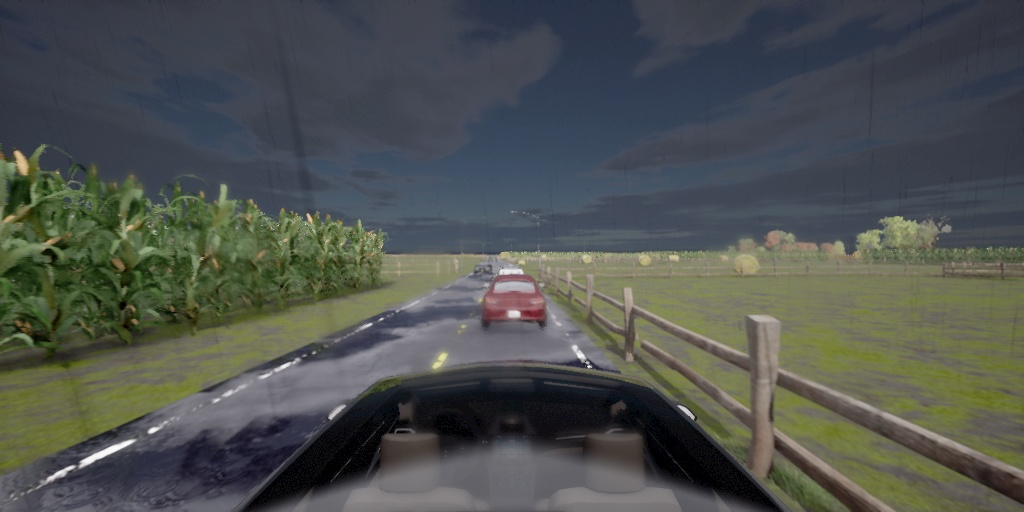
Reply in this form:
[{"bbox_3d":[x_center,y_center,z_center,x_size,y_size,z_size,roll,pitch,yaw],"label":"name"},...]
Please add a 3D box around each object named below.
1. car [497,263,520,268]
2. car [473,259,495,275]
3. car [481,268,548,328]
[{"bbox_3d":[-0.100,1.374,30.891,1.895,1.301,4.718,0,0,-1],"label":"car"},{"bbox_3d":[-3.201,1.341,40.105,1.994,1.385,4.181,0,0,-1],"label":"car"},{"bbox_3d":[0.068,1.285,11.254,1.812,1.442,4.674,0,0,0],"label":"car"}]
